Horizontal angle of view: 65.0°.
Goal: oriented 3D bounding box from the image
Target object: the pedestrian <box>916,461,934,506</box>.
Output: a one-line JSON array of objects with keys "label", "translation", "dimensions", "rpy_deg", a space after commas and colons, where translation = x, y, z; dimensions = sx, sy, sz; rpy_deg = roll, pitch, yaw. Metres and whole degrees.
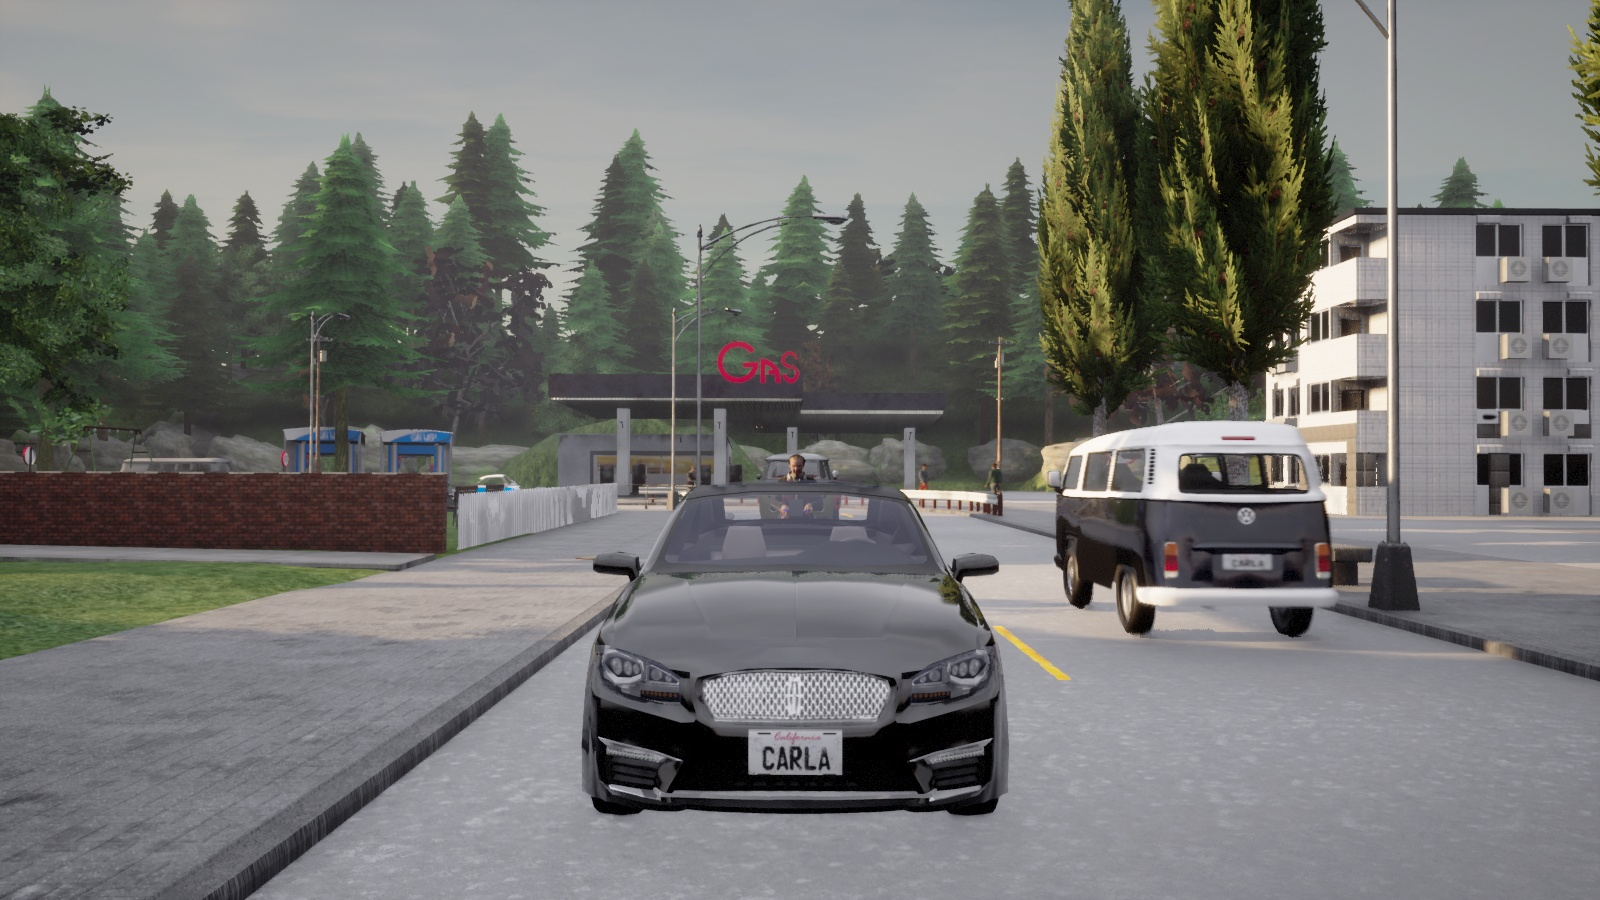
[{"label": "pedestrian", "translation": [5.184, 1.376, 52.108], "dimensions": [0.353, 1.847, 0.614], "rpy_deg": [1, -1, -43]}]

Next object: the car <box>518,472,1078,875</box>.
[{"label": "car", "translation": [-0.017, 0.892, 7.230], "dimensions": [2.128, 1.511, 4.902], "rpy_deg": [0, -1, 0]}]

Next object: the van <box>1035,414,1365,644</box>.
[{"label": "van", "translation": [3.969, 0.745, 13.405], "dimensions": [2.069, 2.038, 4.480], "rpy_deg": [0, -1, 0]}]

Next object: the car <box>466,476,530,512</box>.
[{"label": "car", "translation": [-12.056, 1.758, 50.189], "dimensions": [2.207, 1.376, 1.481], "rpy_deg": [-1, -1, 0]}]

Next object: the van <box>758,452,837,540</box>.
[{"label": "van", "translation": [-0.066, 1.082, 30.718], "dimensions": [1.775, 1.987, 4.442], "rpy_deg": [0, -1, 0]}]

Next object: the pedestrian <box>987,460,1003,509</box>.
[{"label": "pedestrian", "translation": [7.372, 1.289, 47.480], "dimensions": [0.353, 1.847, 0.614], "rpy_deg": [0, -1, -19]}]

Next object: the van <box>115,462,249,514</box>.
[{"label": "van", "translation": [-24.622, 1.506, 50.141], "dimensions": [4.442, 1.987, 1.775], "rpy_deg": [0, -1, 0]}]
